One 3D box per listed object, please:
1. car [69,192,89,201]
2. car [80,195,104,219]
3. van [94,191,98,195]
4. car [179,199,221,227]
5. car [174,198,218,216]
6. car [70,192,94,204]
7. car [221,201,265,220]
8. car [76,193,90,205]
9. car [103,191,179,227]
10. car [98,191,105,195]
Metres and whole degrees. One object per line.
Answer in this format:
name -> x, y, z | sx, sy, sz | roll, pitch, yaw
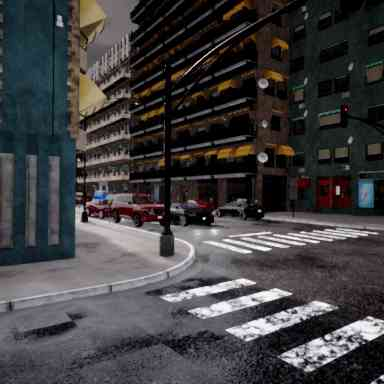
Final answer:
car -> -19.323, 0.769, 56.764 | 1.887, 1.381, 4.507 | 2, 0, -36
car -> -6.515, 1.183, 24.817 | 1.887, 1.381, 4.507 | 2, 0, -36
van -> -12.780, 0.726, 47.745 | 1.690, 1.788, 3.998 | 2, 0, -36
car -> -0.460, 1.321, 20.855 | 1.994, 1.385, 4.181 | 1, 0, -36
car -> 0.292, 1.288, 29.704 | 1.802, 1.307, 4.206 | 2, 0, -36
car -> -15.663, 0.823, 47.200 | 1.882, 1.535, 5.008 | 1, 0, -36
car -> 3.562, 1.353, 25.194 | 1.947, 1.339, 4.313 | 2, 0, -36
car -> -14.127, 0.898, 39.743 | 1.882, 1.535, 5.008 | 1, 1, -36
car -> -3.238, 1.034, 20.307 | 2.192, 1.841, 5.009 | 2, 0, -36
car -> -6.048, 0.971, 28.573 | 2.097, 1.767, 4.553 | 1, 0, -36
